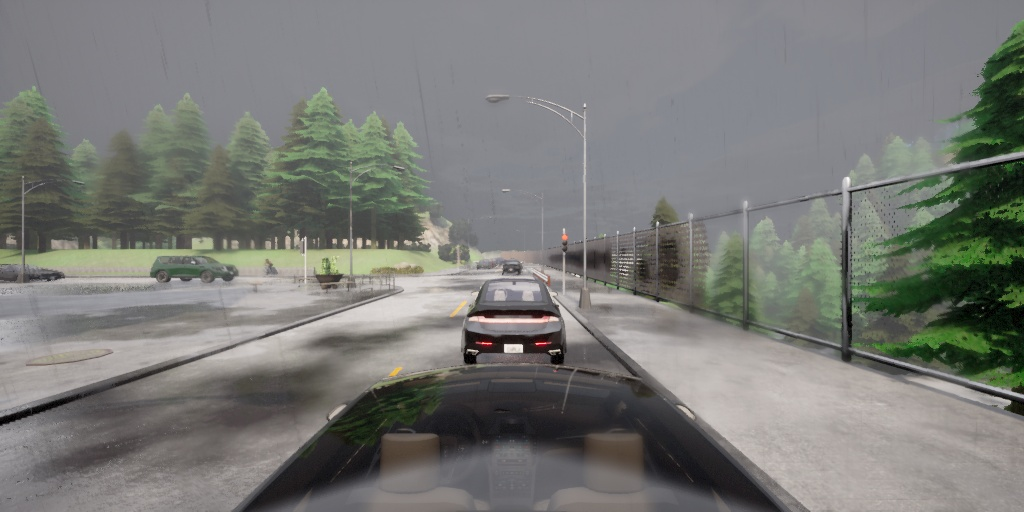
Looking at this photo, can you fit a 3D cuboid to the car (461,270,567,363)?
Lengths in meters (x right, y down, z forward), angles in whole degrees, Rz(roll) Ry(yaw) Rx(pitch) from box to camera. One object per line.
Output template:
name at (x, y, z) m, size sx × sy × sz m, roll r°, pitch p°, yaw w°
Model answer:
car at (0.047, 1.241, 8.061) m, size 2.128 × 1.511 × 4.902 m, roll 0°, pitch 0°, yaw 1°

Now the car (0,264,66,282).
car at (-37.463, 1.297, 27.160) m, size 5.357 × 1.411 × 2.033 m, roll 0°, pitch 0°, yaw 0°

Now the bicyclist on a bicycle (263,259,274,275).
bicyclist on a bicycle at (-24.152, 1.099, 35.543) m, size 0.582 × 1.620 × 1.656 m, roll 0°, pitch 0°, yaw 0°

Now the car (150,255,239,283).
car at (-23.956, 0.971, 27.146) m, size 5.566 × 2.045 × 2.150 m, roll 0°, pitch 0°, yaw 0°

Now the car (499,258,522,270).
car at (0.060, 1.227, 38.976) m, size 1.882 × 1.535 × 5.008 m, roll 1°, pitch 0°, yaw 4°

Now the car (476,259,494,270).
car at (-4.089, 1.255, 52.481) m, size 1.837 × 1.490 × 4.892 m, roll 0°, pitch 0°, yaw 0°

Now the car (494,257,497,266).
car at (-4.062, 1.228, 62.004) m, size 1.882 × 1.535 × 5.008 m, roll 0°, pitch 0°, yaw 0°
